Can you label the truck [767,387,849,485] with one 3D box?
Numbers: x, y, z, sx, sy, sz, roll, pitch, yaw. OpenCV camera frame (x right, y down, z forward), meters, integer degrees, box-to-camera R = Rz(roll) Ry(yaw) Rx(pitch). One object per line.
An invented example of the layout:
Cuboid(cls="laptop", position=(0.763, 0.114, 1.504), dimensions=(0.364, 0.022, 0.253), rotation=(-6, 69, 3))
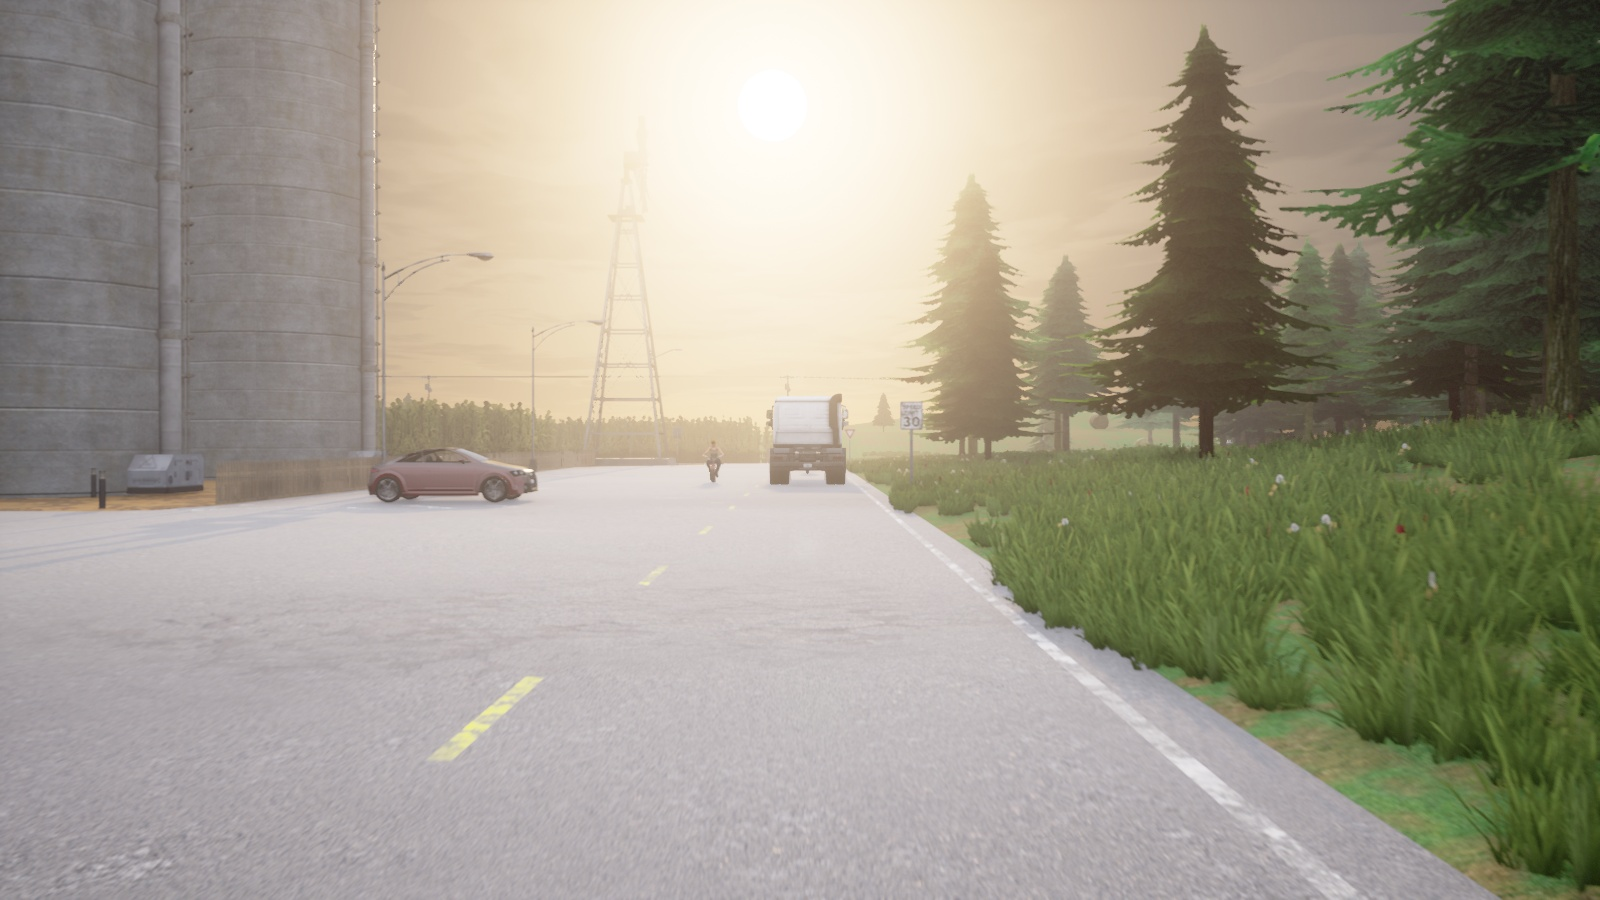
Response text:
Cuboid(cls="truck", position=(0.291, -0.507, 48.284), dimensions=(2.891, 3.462, 7.936), rotation=(0, 0, 0))
